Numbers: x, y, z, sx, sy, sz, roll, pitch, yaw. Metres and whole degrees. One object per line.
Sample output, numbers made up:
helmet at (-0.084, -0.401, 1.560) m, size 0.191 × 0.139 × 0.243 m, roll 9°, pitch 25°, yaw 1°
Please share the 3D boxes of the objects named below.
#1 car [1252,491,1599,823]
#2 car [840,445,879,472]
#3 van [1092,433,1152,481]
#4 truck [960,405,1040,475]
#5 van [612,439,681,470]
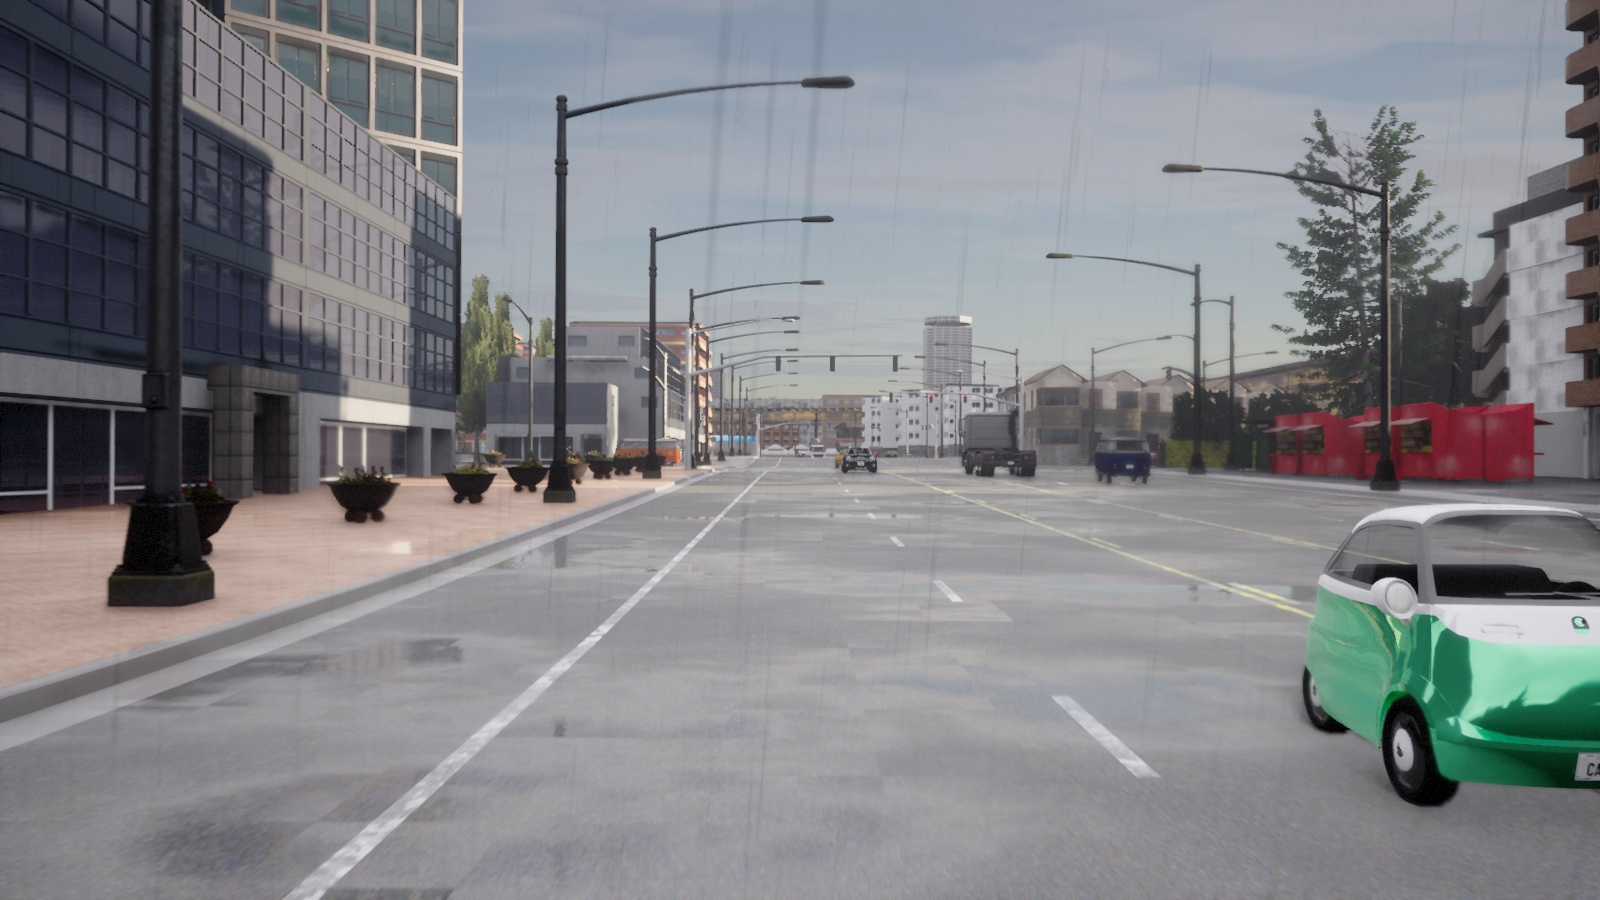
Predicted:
car at (3.485, 0.924, 6.502) m, size 1.481 × 1.376 × 2.207 m, roll 0°, pitch -1°, yaw 0°
car at (3.326, 0.453, 70.715) m, size 1.970 × 1.475 × 3.806 m, roll 0°, pitch 0°, yaw 0°
van at (13.745, 0.282, 53.871) m, size 1.775 × 1.987 × 4.442 m, roll 0°, pitch 0°, yaw 5°
truck at (10.334, -0.506, 65.637) m, size 2.891 × 3.462 × 7.936 m, roll 0°, pitch 0°, yaw 0°
van at (-10.076, 0.307, 82.783) m, size 4.442 × 1.987 × 1.775 m, roll 0°, pitch 0°, yaw -4°
